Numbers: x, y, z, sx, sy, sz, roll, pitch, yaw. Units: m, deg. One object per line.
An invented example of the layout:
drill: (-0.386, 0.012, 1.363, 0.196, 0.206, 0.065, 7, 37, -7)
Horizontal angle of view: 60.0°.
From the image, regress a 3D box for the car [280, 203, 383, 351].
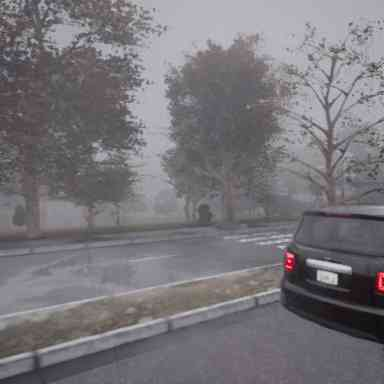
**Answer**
car: (3.985, 1.222, 5.958, 5.566, 2.045, 2.150, 0, 0, -35)
